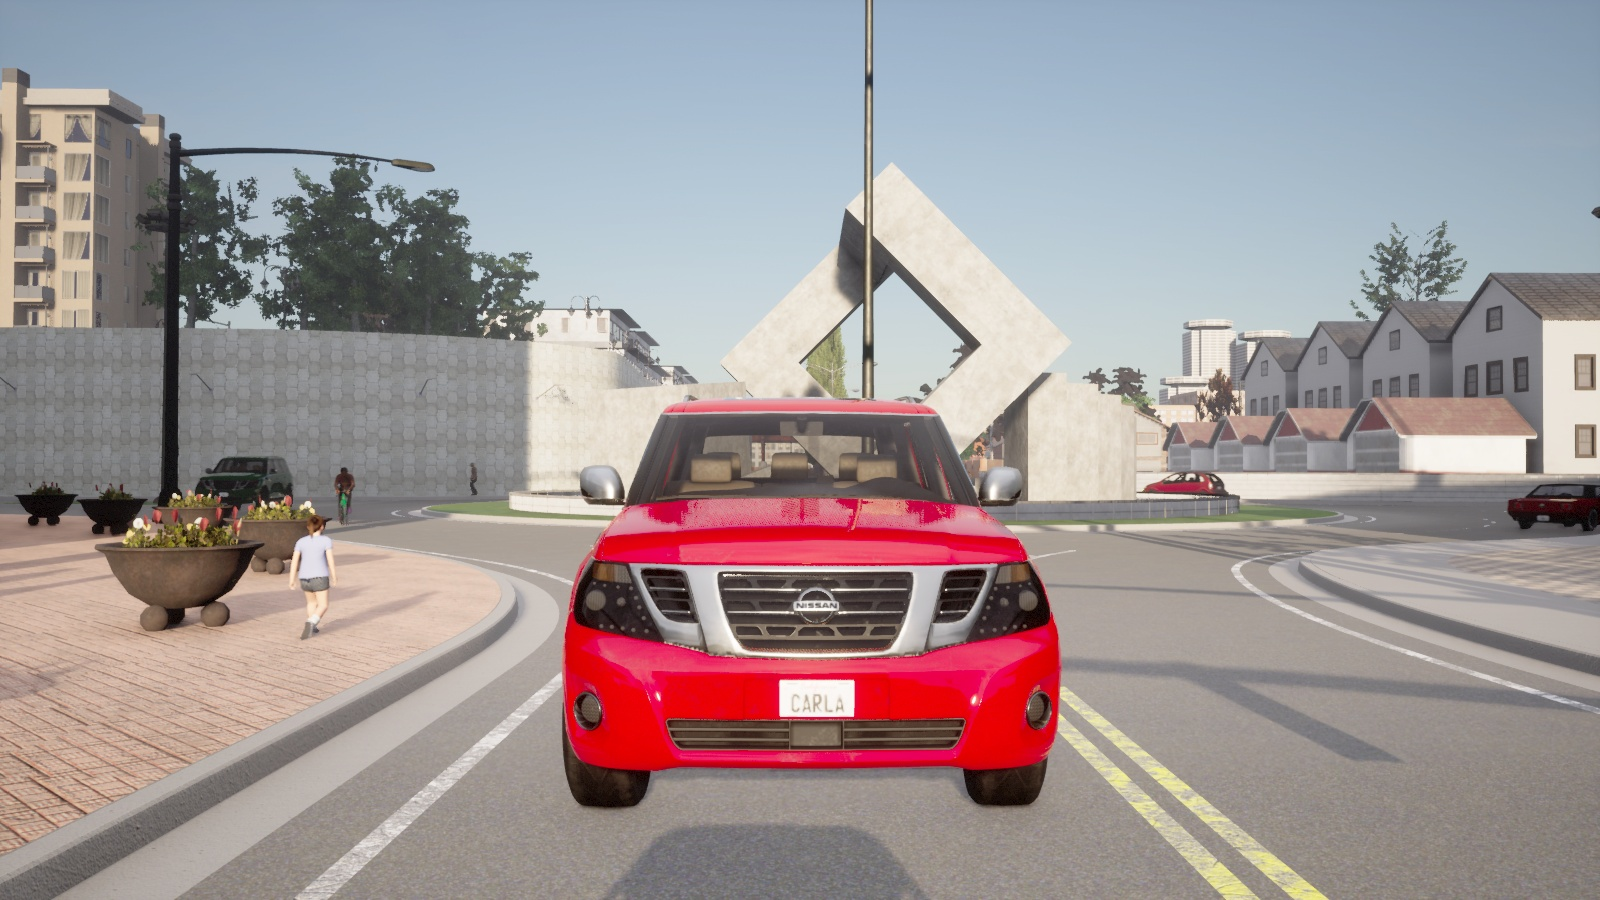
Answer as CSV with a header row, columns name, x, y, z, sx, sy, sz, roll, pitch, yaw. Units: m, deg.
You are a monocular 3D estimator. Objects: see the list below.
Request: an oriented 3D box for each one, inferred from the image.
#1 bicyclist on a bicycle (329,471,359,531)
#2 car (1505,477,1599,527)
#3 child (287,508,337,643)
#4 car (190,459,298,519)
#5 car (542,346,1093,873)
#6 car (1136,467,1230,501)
name,x,y,z,sx,sy,sz,roll,pitch,yaw
bicyclist on a bicycle,-12.664,1.403,34.915,0.582,1.620,1.656,0,-1,-13
car,22.134,1.424,35.685,4.718,1.301,1.895,0,-1,-37
child,-4.125,1.051,10.618,0.255,1.110,0.394,0,-1,2
car,-20.012,1.376,45.494,2.150,2.045,5.566,0,-1,-8
car,-0.008,0.663,7.703,2.150,2.045,5.566,0,-1,-2
car,18.842,1.673,61.842,3.988,1.617,1.851,-1,-1,45
